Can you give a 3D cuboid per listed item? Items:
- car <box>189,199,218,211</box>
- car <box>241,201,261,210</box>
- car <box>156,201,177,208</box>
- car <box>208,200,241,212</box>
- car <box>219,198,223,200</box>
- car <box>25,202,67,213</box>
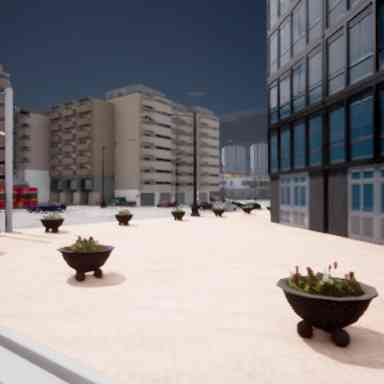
[{"bbox_3d":[1.477,2.101,50.683,1.837,1.490,4.892,0,-1,36],"label":"car"},{"bbox_3d":[10.227,2.308,57.063,1.994,1.385,4.181,0,-1,35],"label":"car"},{"bbox_3d":[-4.584,2.254,60.391,1.994,1.385,4.181,0,-1,36],"label":"car"},{"bbox_3d":[4.884,2.204,49.426,1.895,1.301,4.718,0,-1,36],"label":"car"},{"bbox_3d":[7.370,2.244,59.086,2.128,1.511,4.902,0,-1,35],"label":"car"},{"bbox_3d":[-18.133,1.936,41.405,1.895,1.301,4.718,0,-1,35],"label":"car"}]
